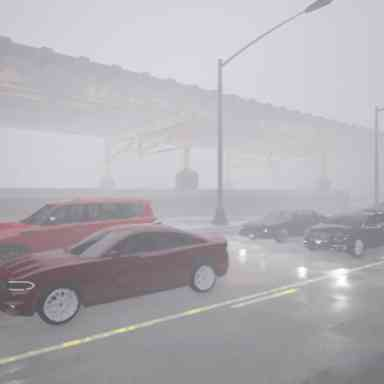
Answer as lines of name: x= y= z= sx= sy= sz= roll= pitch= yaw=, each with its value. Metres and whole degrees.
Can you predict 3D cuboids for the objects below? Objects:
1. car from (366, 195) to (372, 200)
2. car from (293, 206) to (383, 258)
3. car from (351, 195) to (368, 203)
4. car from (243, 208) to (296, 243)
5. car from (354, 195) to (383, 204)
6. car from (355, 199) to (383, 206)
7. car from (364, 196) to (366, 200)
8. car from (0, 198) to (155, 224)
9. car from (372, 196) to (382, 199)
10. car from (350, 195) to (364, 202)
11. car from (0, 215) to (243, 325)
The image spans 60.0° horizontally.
car: x=26.802 y=1.303 z=53.343 sx=2.038 sy=1.542 sz=4.974 roll=0 pitch=0 yaw=18
car: x=6.303 y=1.470 z=12.785 sx=4.892 sy=1.490 sz=1.837 roll=0 pitch=0 yaw=-35
car: x=26.817 y=1.146 z=53.392 sx=1.853 sy=1.218 sz=4.536 roll=0 pitch=0 yaw=18
car: x=4.740 y=1.511 z=15.966 sx=5.357 sy=1.411 sz=2.033 roll=0 pitch=0 yaw=-36
car: x=30.710 y=1.288 z=57.105 sx=4.974 sy=1.542 sz=2.038 roll=0 pitch=0 yaw=-7
car: x=13.064 y=1.439 z=21.845 sx=4.892 sy=1.490 sz=1.837 roll=0 pitch=0 yaw=-35
car: x=23.058 y=1.316 z=50.656 sx=4.974 sy=1.542 sz=2.038 roll=0 pitch=0 yaw=8
car: x=-3.605 y=1.213 z=10.021 sx=5.566 sy=2.045 sz=2.150 roll=0 pitch=0 yaw=-35
car: x=30.658 y=1.131 z=57.098 sx=4.536 sy=1.218 sz=1.853 roll=0 pitch=0 yaw=-7
car: x=23.006 y=1.159 z=50.662 sx=4.536 sy=1.218 sz=1.853 roll=0 pitch=0 yaw=8
car: x=-1.420 y=1.469 z=7.279 sx=5.008 sy=1.535 sz=1.882 roll=0 pitch=0 yaw=-36
